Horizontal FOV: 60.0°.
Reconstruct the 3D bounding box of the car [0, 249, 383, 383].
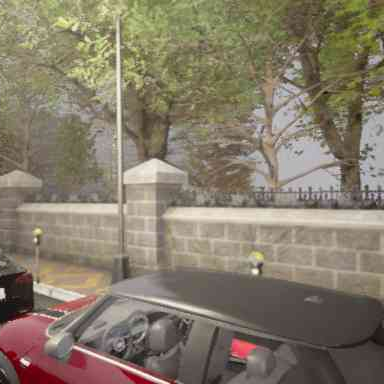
[{"bbox_3d":[-0.198,1.449,3.025,4.097,1.590,1.967,0,-1,35],"label":"car"}]
